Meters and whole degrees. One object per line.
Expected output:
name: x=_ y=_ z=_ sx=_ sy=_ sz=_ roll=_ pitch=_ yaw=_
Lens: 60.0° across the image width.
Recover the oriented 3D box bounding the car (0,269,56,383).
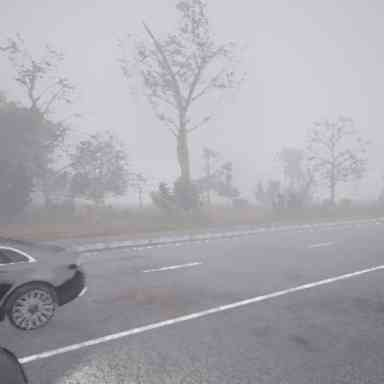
car: x=-2.960 y=1.562 z=1.573 sx=4.181 sy=1.385 sz=1.994 roll=0 pitch=0 yaw=-36

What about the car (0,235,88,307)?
car: x=-4.203 y=1.484 z=5.267 sx=4.902 sy=1.511 sz=2.128 roll=0 pitch=0 yaw=-35
